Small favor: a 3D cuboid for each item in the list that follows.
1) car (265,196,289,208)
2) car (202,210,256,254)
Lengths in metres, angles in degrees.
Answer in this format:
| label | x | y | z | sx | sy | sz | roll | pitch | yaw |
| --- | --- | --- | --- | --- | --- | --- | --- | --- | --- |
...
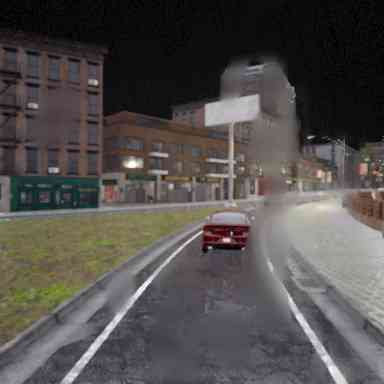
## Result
| label | x | y | z | sx | sy | sz | roll | pitch | yaw |
| --- | --- | --- | --- | --- | --- | --- | --- | --- | --- |
| car | 9.800 | 1.085 | 38.258 | 1.994 | 1.385 | 4.181 | 0 | 2 | 27 |
| car | 1.578 | 1.460 | 13.689 | 1.882 | 1.535 | 5.008 | 0 | 0 | 9 |
